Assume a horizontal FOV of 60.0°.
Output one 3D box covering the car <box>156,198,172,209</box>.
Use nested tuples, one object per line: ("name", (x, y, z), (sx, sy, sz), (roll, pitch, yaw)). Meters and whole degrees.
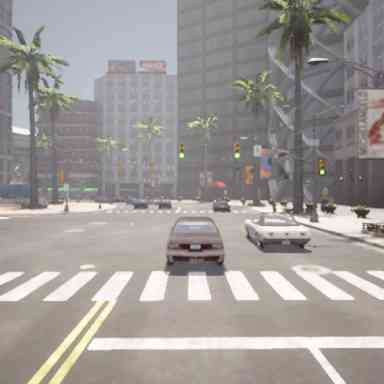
("car", (-3.824, 1.743, 47.997), (1.895, 1.301, 4.718), (0, 0, -3))

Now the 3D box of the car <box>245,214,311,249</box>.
("car", (3.602, 1.645, 14.900), (1.895, 1.301, 4.718), (0, 0, 0))

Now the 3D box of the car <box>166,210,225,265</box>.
("car", (0.100, 1.583, 11.784), (2.033, 1.411, 5.357), (0, 0, 0))

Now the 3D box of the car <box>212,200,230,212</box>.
("car", (3.595, 1.687, 41.633), (1.994, 1.385, 4.181), (0, 0, 0))

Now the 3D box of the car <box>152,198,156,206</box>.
("car", (-6.144, 1.779, 59.991), (1.895, 1.301, 4.718), (0, 0, -21))

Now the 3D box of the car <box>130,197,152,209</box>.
("car", (-7.283, 1.743, 47.912), (1.895, 1.301, 4.718), (0, 0, -3))

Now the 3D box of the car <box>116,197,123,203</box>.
("car", (-15.739, 1.813, 73.169), (4.718, 1.301, 1.895), (0, 0, 41))

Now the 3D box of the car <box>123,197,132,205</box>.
("car", (-10.860, 1.710, 62.143), (1.812, 1.442, 4.674), (0, 0, -30))

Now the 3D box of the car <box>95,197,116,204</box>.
("car", (-18.980, 1.764, 71.284), (4.181, 1.385, 1.994), (0, 0, 38))
